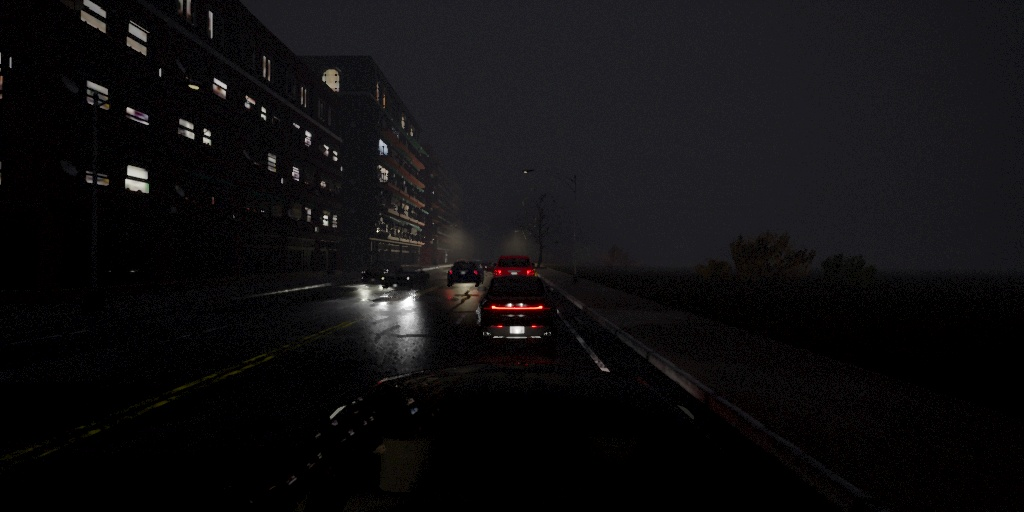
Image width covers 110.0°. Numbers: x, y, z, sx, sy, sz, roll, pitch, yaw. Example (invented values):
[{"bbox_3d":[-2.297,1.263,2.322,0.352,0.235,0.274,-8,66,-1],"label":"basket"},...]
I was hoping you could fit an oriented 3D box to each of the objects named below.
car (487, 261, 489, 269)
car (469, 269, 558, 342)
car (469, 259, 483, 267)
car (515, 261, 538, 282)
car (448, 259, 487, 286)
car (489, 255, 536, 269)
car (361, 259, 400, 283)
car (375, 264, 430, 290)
[{"bbox_3d":[-3.128,1.315,44.969,1.994,1.385,4.181,0,0,0],"label":"car"},{"bbox_3d":[0.105,1.256,9.717,1.837,1.490,4.892,0,0,0],"label":"car"},{"bbox_3d":[-6.524,1.314,65.054,1.994,1.385,4.181,0,0,0],"label":"car"},{"bbox_3d":[1.150,1.209,30.472,1.801,1.575,5.366,0,0,0],"label":"car"},{"bbox_3d":[-3.138,1.107,25.101,2.097,1.767,4.553,0,0,0],"label":"car"},{"bbox_3d":[0.108,0.974,20.064,2.150,2.045,5.566,0,0,0],"label":"car"},{"bbox_3d":[-9.839,1.105,27.613,2.097,1.767,4.553,0,0,0],"label":"car"},{"bbox_3d":[-6.590,1.354,22.448,1.895,1.301,4.718,0,0,0],"label":"car"}]
